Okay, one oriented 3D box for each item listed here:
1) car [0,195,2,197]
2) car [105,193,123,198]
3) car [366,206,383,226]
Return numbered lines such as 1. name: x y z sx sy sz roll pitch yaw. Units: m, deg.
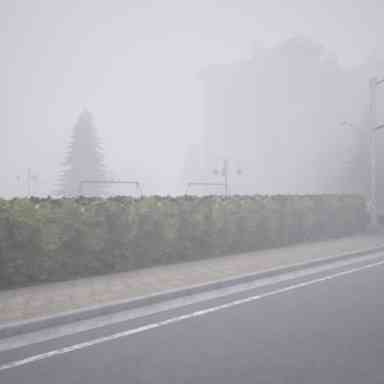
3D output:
1. car: -40.256 1.374 67.276 3.633 1.501 1.845 0 0 -37
2. car: -12.265 1.206 53.333 2.150 2.045 5.566 0 0 -37
3. car: 11.654 1.586 21.627 1.895 1.301 4.718 0 0 -37
